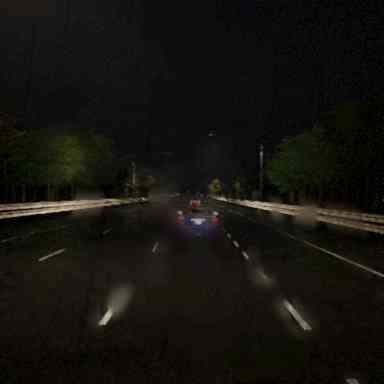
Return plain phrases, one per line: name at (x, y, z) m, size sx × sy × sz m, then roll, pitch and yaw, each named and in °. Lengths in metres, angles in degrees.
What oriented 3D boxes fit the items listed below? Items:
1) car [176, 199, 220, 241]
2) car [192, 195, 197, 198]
car at (0.310, 1.479, 17.814) m, size 2.097 × 1.767 × 4.553 m, roll 1°, pitch 0°, yaw 0°
car at (0.835, 2.328, 94.695) m, size 1.994 × 1.385 × 4.181 m, roll 1°, pitch 0°, yaw 0°
